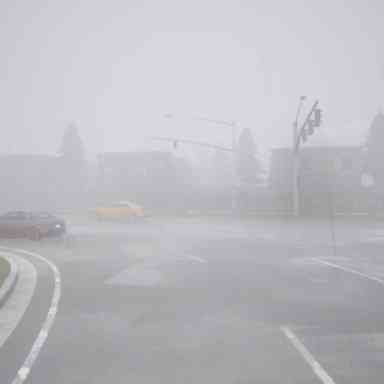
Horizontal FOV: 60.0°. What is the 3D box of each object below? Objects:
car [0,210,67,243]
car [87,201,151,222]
[{"bbox_3d":[-8.208,1.565,15.955,4.181,1.385,1.994,0,0,12],"label":"car"},{"bbox_3d":[-5.769,1.478,26.172,5.008,1.535,1.882,0,0,12],"label":"car"}]
